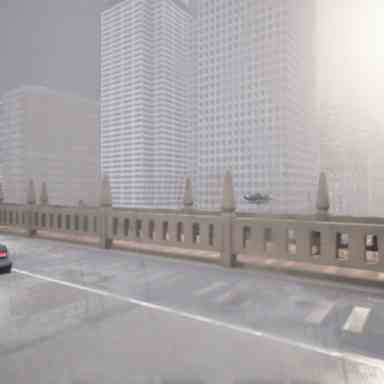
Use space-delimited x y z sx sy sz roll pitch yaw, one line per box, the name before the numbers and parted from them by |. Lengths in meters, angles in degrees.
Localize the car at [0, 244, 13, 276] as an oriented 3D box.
car | -6.845 1.542 8.744 5.357 1.411 2.033 0 0 35
